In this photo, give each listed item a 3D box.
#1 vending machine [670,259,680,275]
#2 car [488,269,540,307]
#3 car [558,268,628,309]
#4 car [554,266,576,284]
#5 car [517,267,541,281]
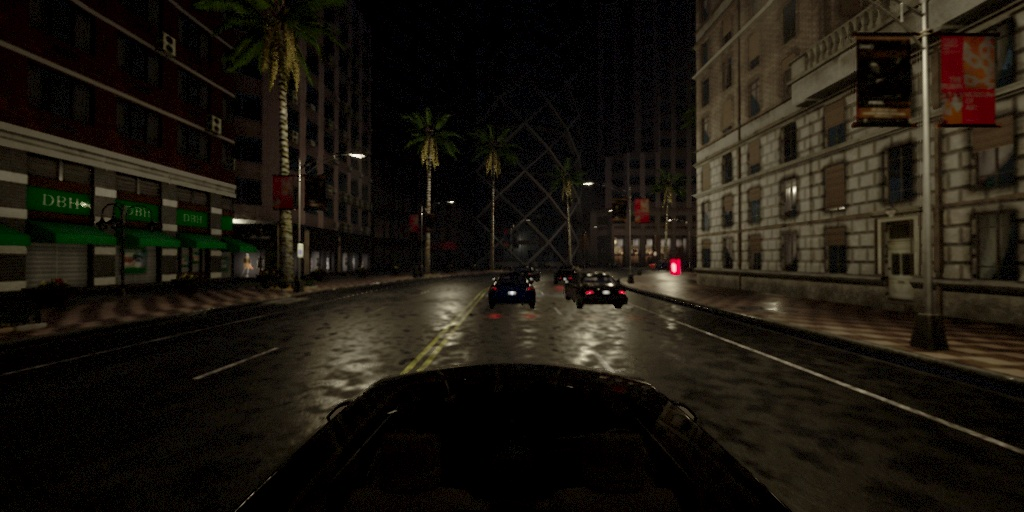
[{"bbox_3d":[19.525,1.335,42.814,1.100,2.100,0.880,0,0,44],"label":"vending machine"},{"bbox_3d":[0.022,1.451,16.189,1.994,1.385,4.181,0,0,1],"label":"car"},{"bbox_3d":[3.509,1.431,15.844,2.033,1.411,5.357,0,-1,0],"label":"car"},{"bbox_3d":[4.639,1.524,29.882,1.837,1.490,4.892,0,0,14],"label":"car"},{"bbox_3d":[1.219,1.588,30.634,1.994,1.385,4.181,0,-1,14],"label":"car"}]
